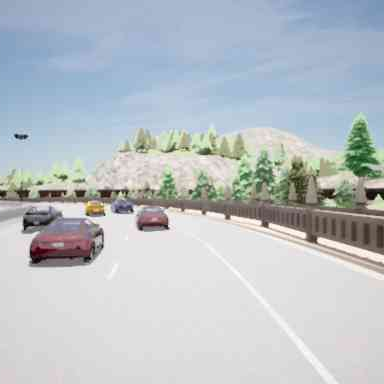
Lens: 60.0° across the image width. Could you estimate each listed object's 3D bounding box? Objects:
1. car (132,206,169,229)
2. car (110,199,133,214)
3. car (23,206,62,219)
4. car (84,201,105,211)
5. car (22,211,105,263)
[{"bbox_3d":[-2.763,1.689,22.584,1.994,1.385,4.181,0,0,-12],"label":"car"},{"bbox_3d":[-8.566,1.620,40.354,2.097,1.767,4.553,0,0,-23],"label":"car"},{"bbox_3d":[-9.837,1.653,22.159,2.128,1.511,4.902,0,0,-13],"label":"car"},{"bbox_3d":[-10.716,1.735,36.522,1.882,1.535,5.008,0,0,-21],"label":"car"},{"bbox_3d":[-4.483,1.643,12.467,1.994,1.385,4.181,0,0,-8],"label":"car"}]
